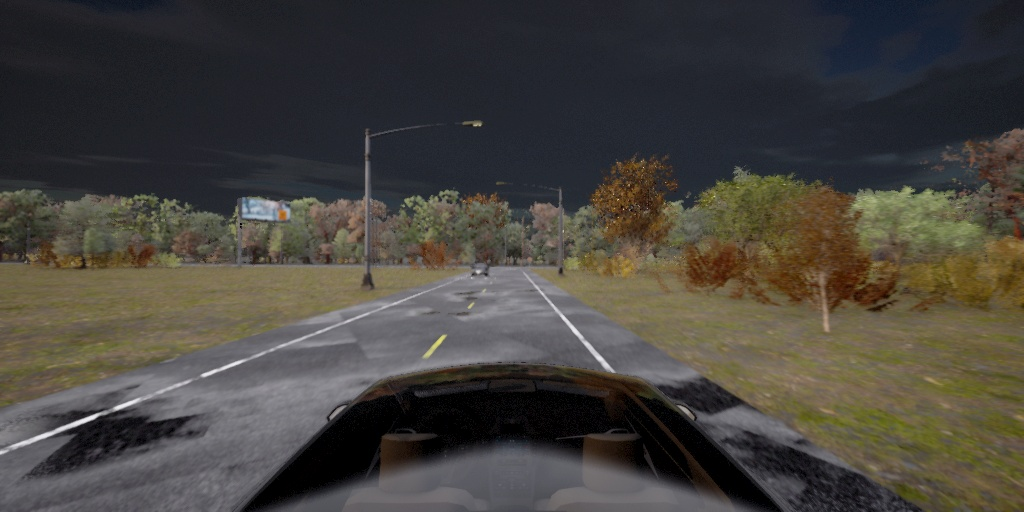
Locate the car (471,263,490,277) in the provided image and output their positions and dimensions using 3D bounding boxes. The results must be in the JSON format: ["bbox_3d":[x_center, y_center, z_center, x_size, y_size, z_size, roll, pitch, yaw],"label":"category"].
[{"bbox_3d":[-3.594,1.585,41.040,2.128,1.511,4.902,0,0,0],"label":"car"}]
